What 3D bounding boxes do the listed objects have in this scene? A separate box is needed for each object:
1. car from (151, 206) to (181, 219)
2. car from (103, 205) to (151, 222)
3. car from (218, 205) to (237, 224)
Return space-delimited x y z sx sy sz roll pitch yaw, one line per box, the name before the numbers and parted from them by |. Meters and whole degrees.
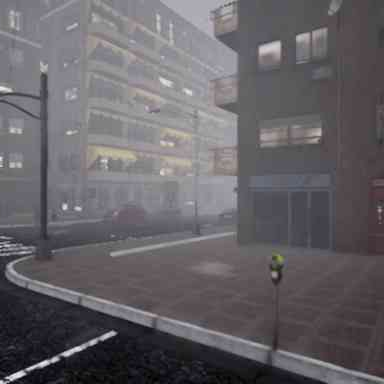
car | -2.855 2.113 34.860 1.802 1.307 4.206 -1 -2 35
car | -6.096 1.871 30.205 1.967 1.590 4.097 -1 -2 35
car | 3.969 2.127 30.112 1.947 1.339 4.313 -1 -2 35
